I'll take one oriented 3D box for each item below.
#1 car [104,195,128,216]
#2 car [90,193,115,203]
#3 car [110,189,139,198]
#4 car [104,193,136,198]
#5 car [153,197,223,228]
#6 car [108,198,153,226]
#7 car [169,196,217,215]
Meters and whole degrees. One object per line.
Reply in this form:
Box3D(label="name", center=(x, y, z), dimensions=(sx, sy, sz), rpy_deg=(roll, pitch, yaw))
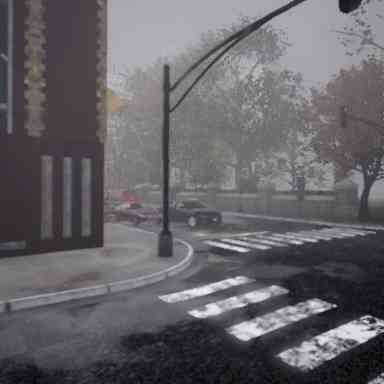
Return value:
Box3D(label="car", center=(-6.657, 1.170, 24.903), dimensions=(1.802, 1.307, 4.206), rpy_deg=(2, 0, -36))
Box3D(label="car", center=(-12.921, 0.804, 47.736), dimensions=(1.947, 1.339, 4.313), rpy_deg=(2, 0, -36))
Box3D(label="car", center=(-7.739, 0.664, 36.207), dimensions=(2.150, 2.045, 5.566), rpy_deg=(0, 1, -36))
Box3D(label="car", center=(-7.474, 1.061, 30.404), dimensions=(2.033, 1.411, 5.357), rpy_deg=(0, 1, -36))
Box3D(label="car", center=(-0.172, 1.212, 20.382), dimensions=(1.882, 1.535, 5.008), rpy_deg=(0, 1, -36))
Box3D(label="car", center=(-3.397, 1.269, 20.428), dimensions=(1.802, 1.307, 4.206), rpy_deg=(2, 0, -36))
Box3D(label="car", center=(0.021, 1.152, 29.971), dimensions=(1.752, 1.417, 4.829), rpy_deg=(2, 0, -36))
